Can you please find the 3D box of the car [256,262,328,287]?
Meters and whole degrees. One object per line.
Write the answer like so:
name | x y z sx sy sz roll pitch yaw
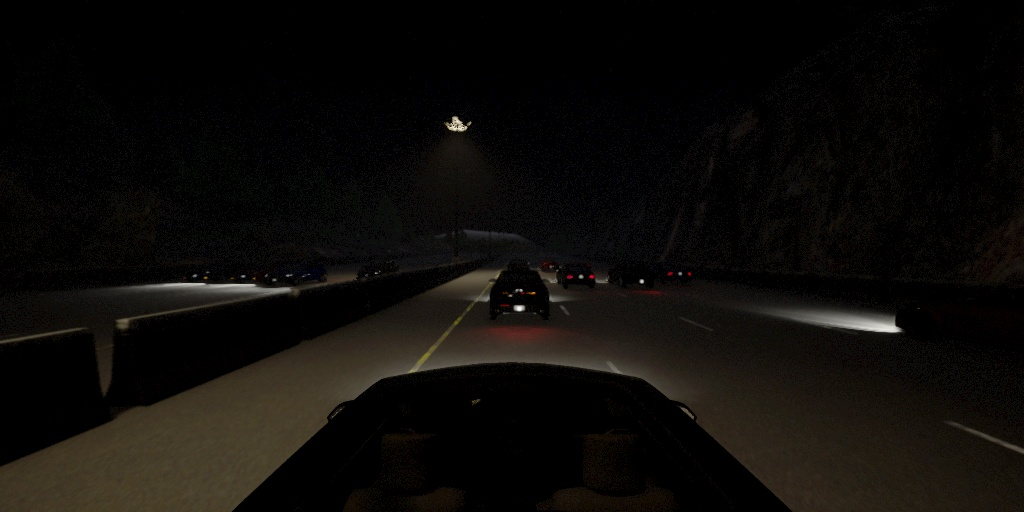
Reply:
car | -13.735 1.097 23.120 1.812 1.442 4.674 0 0 1

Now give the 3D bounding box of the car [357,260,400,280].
car | -10.126 1.100 27.524 1.837 1.490 4.892 0 1 1

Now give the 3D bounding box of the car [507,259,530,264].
car | 0.540 0.998 31.716 1.882 1.535 5.008 0 1 1

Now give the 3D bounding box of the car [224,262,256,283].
car | -17.194 1.106 24.984 1.994 1.385 4.181 0 0 2

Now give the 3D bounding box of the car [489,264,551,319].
car | 0.248 1.210 12.567 1.837 1.490 4.892 0 0 1

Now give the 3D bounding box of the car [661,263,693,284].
car | 10.950 1.175 25.759 2.033 1.411 5.357 0 1 1

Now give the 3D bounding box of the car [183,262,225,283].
car | -20.687 1.089 25.428 1.994 1.385 4.181 0 0 1

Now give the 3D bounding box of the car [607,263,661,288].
car | 7.402 1.152 22.747 1.837 1.490 4.892 0 1 1

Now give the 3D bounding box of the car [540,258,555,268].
car | 4.171 0.931 40.323 1.812 1.442 4.674 0 1 1

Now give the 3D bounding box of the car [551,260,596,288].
car | 3.900 1.184 22.559 2.033 1.411 5.357 0 1 1

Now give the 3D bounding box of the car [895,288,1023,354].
car | 10.668 1.332 7.289 1.994 1.385 4.181 0 0 1
